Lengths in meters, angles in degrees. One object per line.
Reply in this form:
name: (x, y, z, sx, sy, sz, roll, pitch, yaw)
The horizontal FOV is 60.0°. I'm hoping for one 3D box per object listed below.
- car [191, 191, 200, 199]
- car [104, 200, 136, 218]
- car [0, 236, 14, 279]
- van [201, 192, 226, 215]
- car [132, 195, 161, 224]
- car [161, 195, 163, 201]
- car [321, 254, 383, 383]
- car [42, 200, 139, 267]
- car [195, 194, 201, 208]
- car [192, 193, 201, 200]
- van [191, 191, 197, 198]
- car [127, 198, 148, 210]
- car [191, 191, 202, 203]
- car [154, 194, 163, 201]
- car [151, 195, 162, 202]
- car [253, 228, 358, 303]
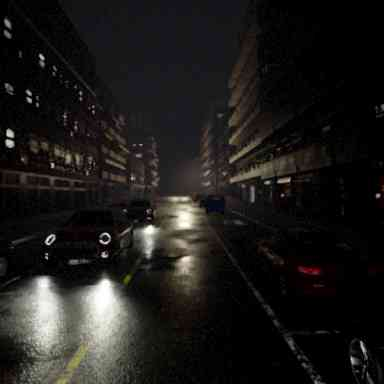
car: (0.805, 0.768, 80.073, 2.192, 1.841, 5.009, 0, 0, -1)
car: (-6.355, 1.497, 29.788, 1.947, 1.339, 4.313, 0, 0, -1)
car: (-5.816, 1.614, 7.511, 1.887, 1.381, 4.507, 0, 0, -1)
van: (2.020, 1.102, 29.950, 1.690, 1.788, 3.998, 0, 0, -1)
car: (-3.613, 1.273, 23.592, 2.097, 1.767, 4.553, -1, 0, -1)
car: (-7.166, 1.269, 63.205, 1.887, 1.381, 4.507, 0, 0, -1)
car: (2.696, 1.500, 2.104, 1.947, 1.339, 4.313, 0, 0, -1)
car: (-3.335, 1.344, 11.484, 2.097, 1.767, 4.553, -1, 0, -1)
car: (1.751, 1.236, 41.089, 1.887, 1.381, 4.507, 0, 0, -1)
car: (0.937, 1.011, 74.674, 1.752, 1.417, 4.829, 0, 0, -1)
van: (0.535, 0.726, 91.212, 1.690, 1.788, 3.998, 0, 0, -1)
car: (-6.626, 1.428, 40.927, 1.947, 1.339, 4.313, 0, 0, -1)
car: (1.345, 0.904, 57.796, 2.192, 1.841, 5.009, 0, 0, -1)
car: (-7.436, 1.239, 74.343, 1.802, 1.307, 4.206, 0, 0, -1)
car: (-7.300, 1.273, 68.774, 1.802, 1.307, 4.206, 0, 0, -1)
car: (2.562, 1.481, 7.673, 1.802, 1.307, 4.206, 0, 0, -1)
